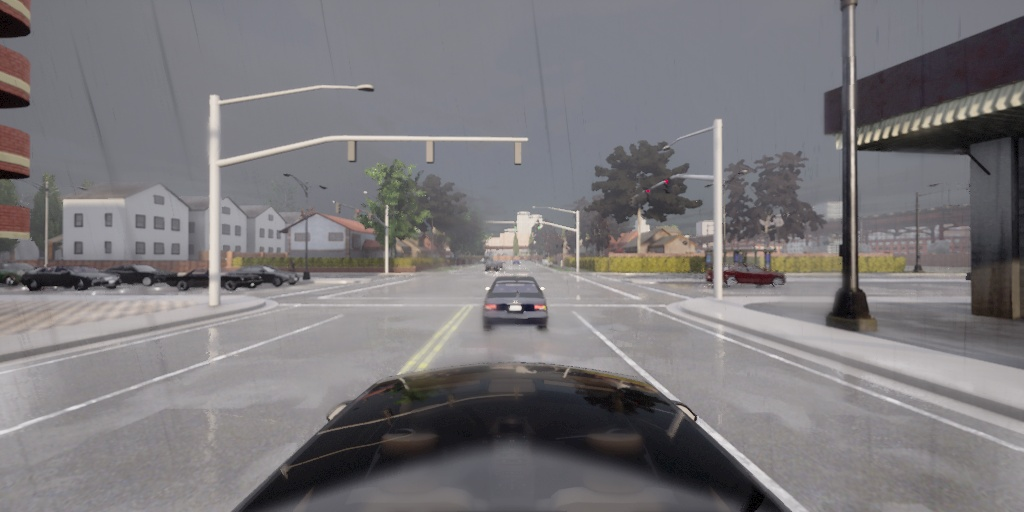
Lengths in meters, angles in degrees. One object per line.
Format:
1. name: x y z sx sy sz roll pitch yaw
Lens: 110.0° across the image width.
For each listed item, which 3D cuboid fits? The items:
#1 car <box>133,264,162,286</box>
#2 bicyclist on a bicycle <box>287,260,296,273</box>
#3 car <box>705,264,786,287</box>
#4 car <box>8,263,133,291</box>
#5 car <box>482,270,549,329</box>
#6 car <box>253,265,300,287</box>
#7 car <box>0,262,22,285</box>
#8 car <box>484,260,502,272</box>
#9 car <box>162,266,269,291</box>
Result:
1. car: -26.757 1.341 25.659 5.008 1.535 1.882 0 0 1
2. bicyclist on a bicycle: -26.501 1.247 43.141 0.582 1.620 1.656 0 0 1
3. car: 16.186 1.337 24.945 5.008 1.535 1.882 0 0 1
4. car: -27.113 1.339 22.166 4.902 1.511 2.128 0 0 1
5. car: 0.101 1.343 11.395 2.033 1.411 5.357 0 0 0
6. car: -17.695 1.389 25.531 4.674 1.442 1.812 0 0 1
7. car: -36.042 1.217 25.815 4.553 1.767 2.097 0 0 1
8. car: -2.812 1.491 51.682 1.837 1.490 4.892 0 0 0
9. car: -18.081 1.447 22.004 4.718 1.301 1.895 0 0 1
